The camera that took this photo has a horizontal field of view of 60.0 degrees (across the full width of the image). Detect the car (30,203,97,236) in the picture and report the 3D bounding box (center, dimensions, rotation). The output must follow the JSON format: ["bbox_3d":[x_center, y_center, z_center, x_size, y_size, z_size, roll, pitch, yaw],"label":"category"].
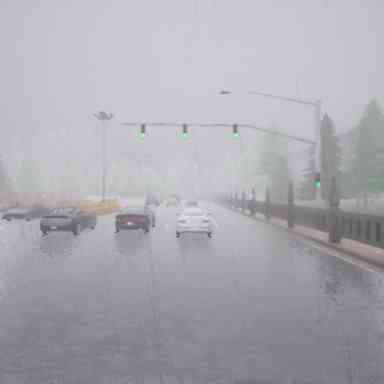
[{"bbox_3d":[-6.895,1.591,19.032,2.128,1.511,4.902,0,0,0],"label":"car"}]

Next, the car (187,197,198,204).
[{"bbox_3d":[0.016,1.835,59.295,1.812,1.442,4.674,0,0,0],"label":"car"}]

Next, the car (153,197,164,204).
[{"bbox_3d":[-6.981,1.747,69.301,1.994,1.385,4.181,0,0,0],"label":"car"}]

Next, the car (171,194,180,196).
[{"bbox_3d":[-3.481,1.420,69.332,2.150,2.045,5.566,0,0,0],"label":"car"}]

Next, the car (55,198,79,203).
[{"bbox_3d":[-14.067,1.767,38.830,1.994,1.385,4.181,0,0,0],"label":"car"}]

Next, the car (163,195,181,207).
[{"bbox_3d":[-3.484,1.785,58.880,1.882,1.535,5.008,0,0,0],"label":"car"}]

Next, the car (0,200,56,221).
[{"bbox_3d":[-14.081,1.698,28.754,2.033,1.411,5.357,0,0,0],"label":"car"}]

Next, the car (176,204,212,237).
[{"bbox_3d":[0.093,1.623,18.596,1.812,1.442,4.674,0,0,0],"label":"car"}]

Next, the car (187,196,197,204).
[{"bbox_3d":[0.019,1.687,69.299,1.882,1.535,5.008,0,0,0],"label":"car"}]

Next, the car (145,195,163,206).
[{"bbox_3d":[-6.984,1.529,58.912,2.150,2.045,5.566,0,0,0],"label":"car"}]

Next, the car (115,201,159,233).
[{"bbox_3d":[-3.393,1.586,20.613,1.882,1.535,5.008,0,0,0],"label":"car"}]
